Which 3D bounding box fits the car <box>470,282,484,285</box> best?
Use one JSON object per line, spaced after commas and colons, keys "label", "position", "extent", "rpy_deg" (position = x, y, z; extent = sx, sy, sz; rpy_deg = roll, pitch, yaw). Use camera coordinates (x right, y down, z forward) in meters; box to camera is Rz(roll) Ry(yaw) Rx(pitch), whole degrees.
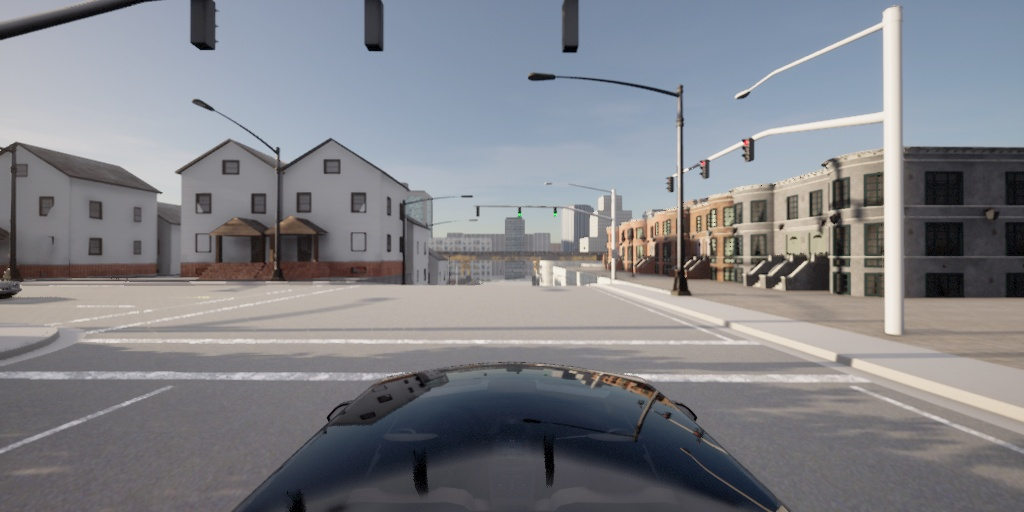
{"label": "car", "position": [-3.590, 3.497, 37.318], "extent": [1.837, 1.490, 4.892], "rpy_deg": [-1, -10, 0]}

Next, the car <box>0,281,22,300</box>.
{"label": "car", "position": [-25.643, 1.429, 16.251], "extent": [4.718, 1.301, 1.895], "rpy_deg": [0, 0, 0]}
